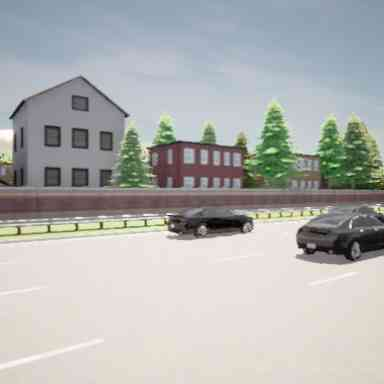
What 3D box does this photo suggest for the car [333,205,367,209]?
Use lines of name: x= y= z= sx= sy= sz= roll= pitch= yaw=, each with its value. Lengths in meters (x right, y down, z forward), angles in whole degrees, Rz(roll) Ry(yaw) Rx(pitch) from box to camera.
car: x=9.425 y=1.512 z=19.069 sx=4.892 sy=1.490 sz=1.837 roll=0 pitch=0 yaw=-36

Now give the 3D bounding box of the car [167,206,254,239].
car: x=1.068 y=1.482 z=17.404 sx=5.008 sy=1.535 sz=1.882 roll=0 pitch=0 yaw=-35

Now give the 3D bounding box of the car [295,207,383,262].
car: x=5.846 y=1.509 z=12.217 sx=4.892 sy=1.490 sz=1.837 roll=0 pitch=0 yaw=-36
